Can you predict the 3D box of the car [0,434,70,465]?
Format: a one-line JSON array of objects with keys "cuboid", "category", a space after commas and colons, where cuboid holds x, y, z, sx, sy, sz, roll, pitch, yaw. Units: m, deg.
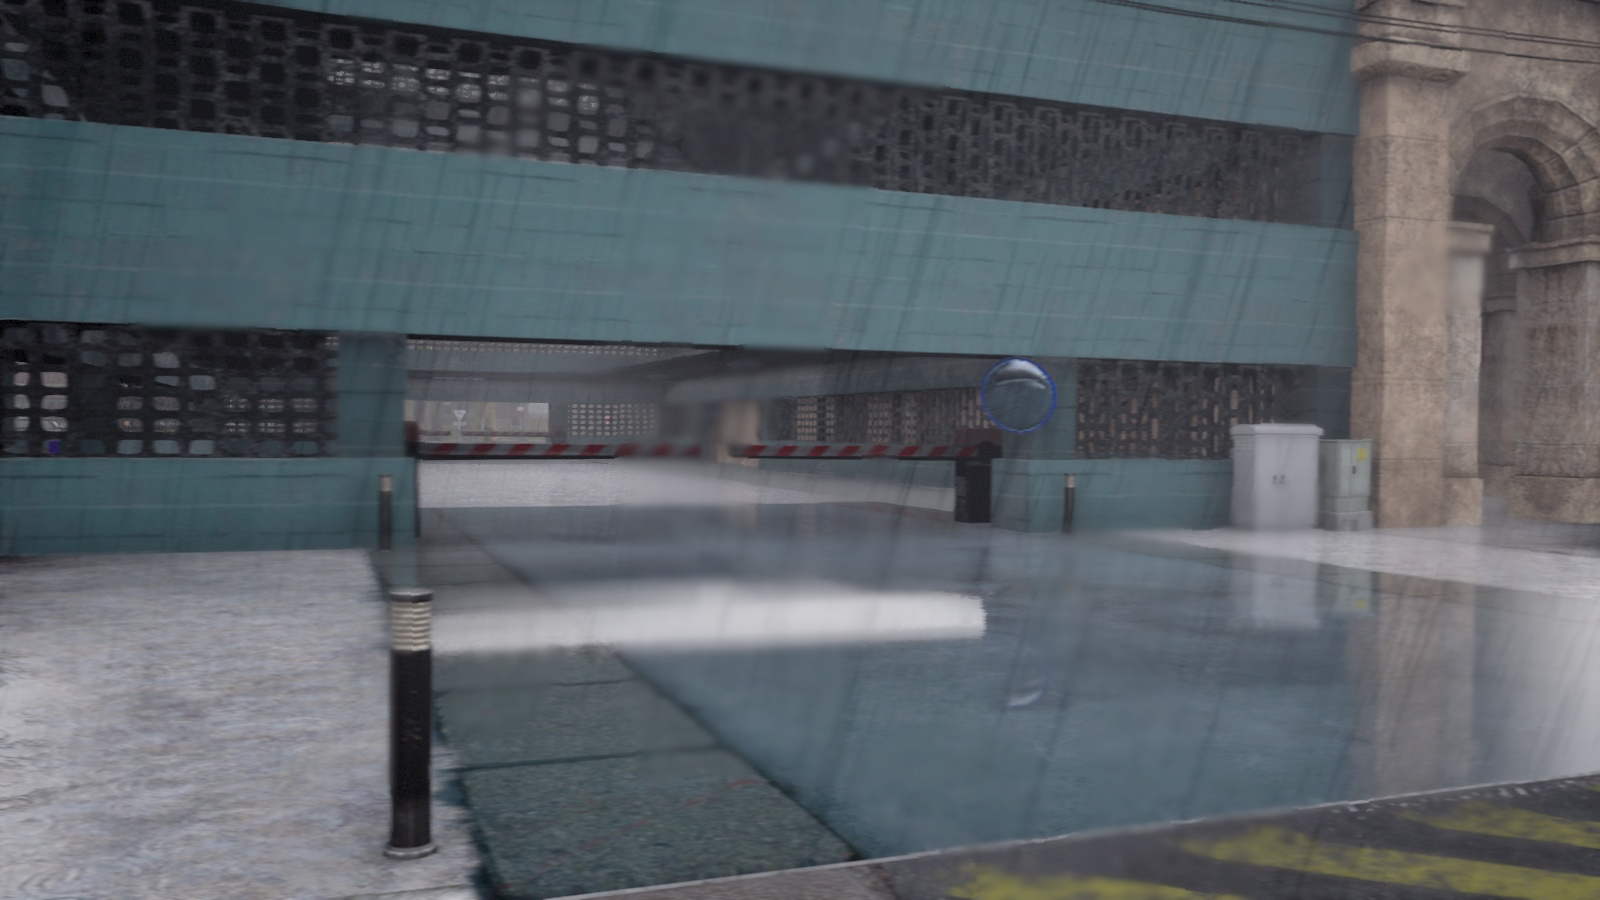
[{"cuboid": [-45.757, -0.051, 73.874, 4.553, 1.767, 2.097, -1, 1, -20], "category": "car"}]
